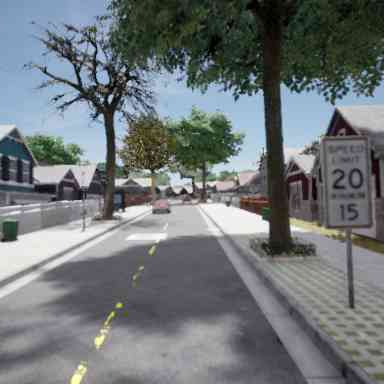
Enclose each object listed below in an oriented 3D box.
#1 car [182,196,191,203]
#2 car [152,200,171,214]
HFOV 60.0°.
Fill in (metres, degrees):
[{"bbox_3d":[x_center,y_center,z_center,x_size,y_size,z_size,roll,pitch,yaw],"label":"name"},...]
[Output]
[{"bbox_3d":[-1.121,1.612,71.675,1.895,1.301,4.718,-1,0,-1],"label":"car"},{"bbox_3d":[-3.323,1.591,36.832,1.812,1.442,4.674,-1,0,-1],"label":"car"}]
